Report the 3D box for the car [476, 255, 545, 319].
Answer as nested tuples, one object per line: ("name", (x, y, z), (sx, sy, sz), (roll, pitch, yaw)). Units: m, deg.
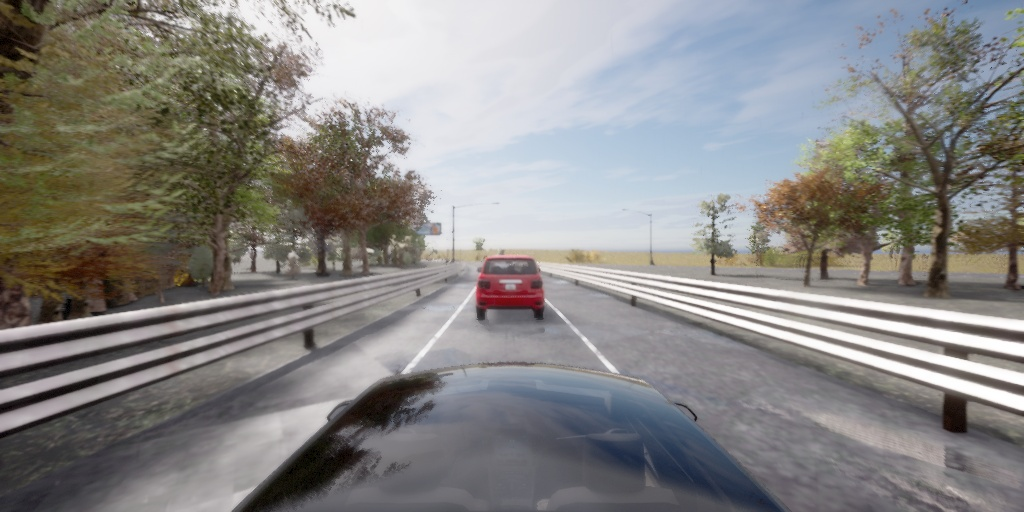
("car", (-0.101, 0.999, 13.031), (2.150, 2.045, 5.566), (0, 0, -1))
